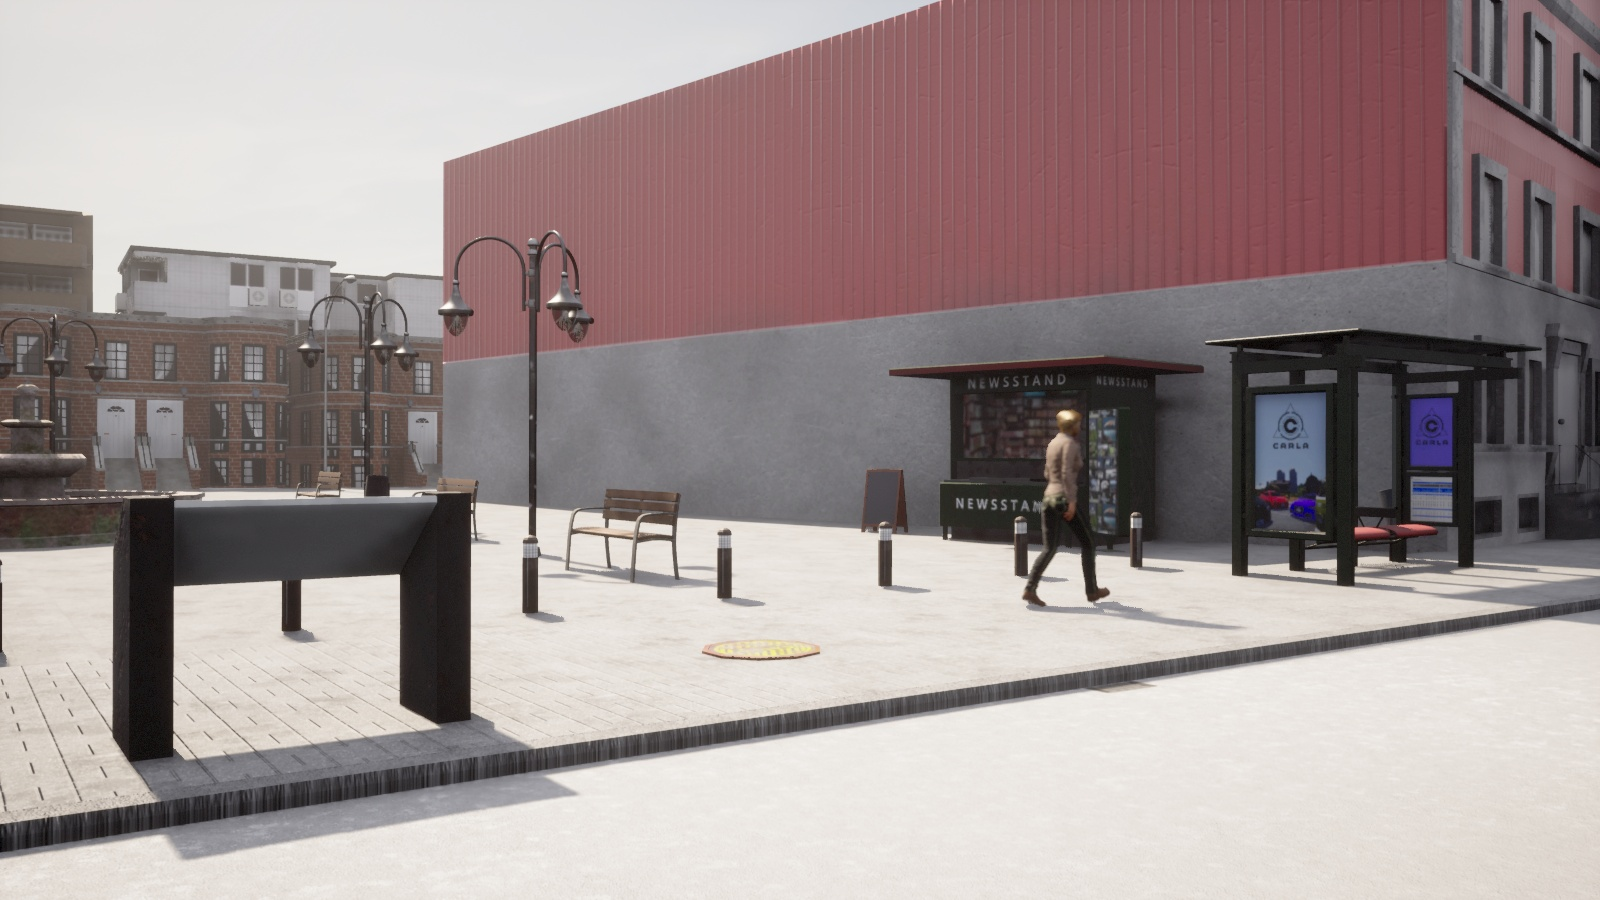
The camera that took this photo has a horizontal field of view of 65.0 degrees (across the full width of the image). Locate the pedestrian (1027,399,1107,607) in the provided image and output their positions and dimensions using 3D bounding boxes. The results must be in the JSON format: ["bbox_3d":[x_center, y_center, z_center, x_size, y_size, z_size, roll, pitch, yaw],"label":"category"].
[{"bbox_3d":[2.431,0.474,11.432,0.634,1.846,0.331,0,0,-25],"label":"pedestrian"}]
